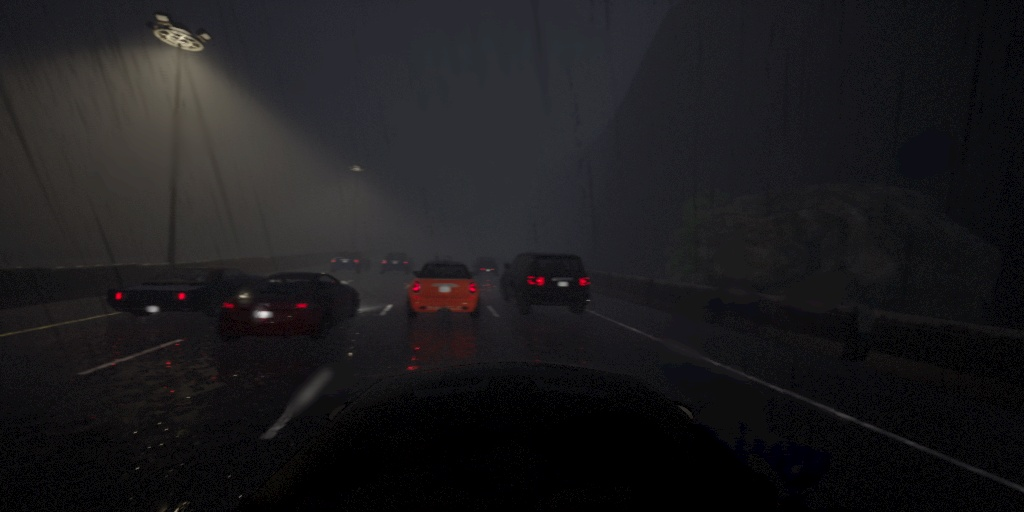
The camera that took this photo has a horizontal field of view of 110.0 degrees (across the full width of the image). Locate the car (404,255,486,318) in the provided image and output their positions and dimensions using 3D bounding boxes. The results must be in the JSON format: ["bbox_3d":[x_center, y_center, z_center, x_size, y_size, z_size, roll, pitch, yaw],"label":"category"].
[{"bbox_3d":[-2.314,0.929,12.251,2.097,1.767,4.553,2,1,-11],"label":"car"}]

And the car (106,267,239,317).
[{"bbox_3d":[-9.196,0.970,10.948,1.895,1.301,4.718,2,1,-11],"label":"car"}]

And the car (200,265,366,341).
[{"bbox_3d":[-5.246,1.082,8.989,1.994,1.385,4.181,2,1,-11],"label":"car"}]

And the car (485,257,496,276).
[{"bbox_3d":[-2.344,0.815,30.600,1.837,1.490,4.892,2,1,-11],"label":"car"}]

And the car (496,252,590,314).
[{"bbox_3d":[1.019,0.892,13.458,2.150,2.045,5.566,2,1,-11],"label":"car"}]

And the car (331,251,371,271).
[{"bbox_3d":[-12.562,0.362,28.192,2.097,1.767,4.553,2,1,-11],"label":"car"}]

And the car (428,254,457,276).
[{"bbox_3d":[-5.750,0.702,29.793,2.128,1.511,4.902,2,1,-11],"label":"car"}]

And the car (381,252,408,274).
[{"bbox_3d":[-9.125,0.465,28.845,2.097,1.767,4.553,2,1,-11],"label":"car"}]
